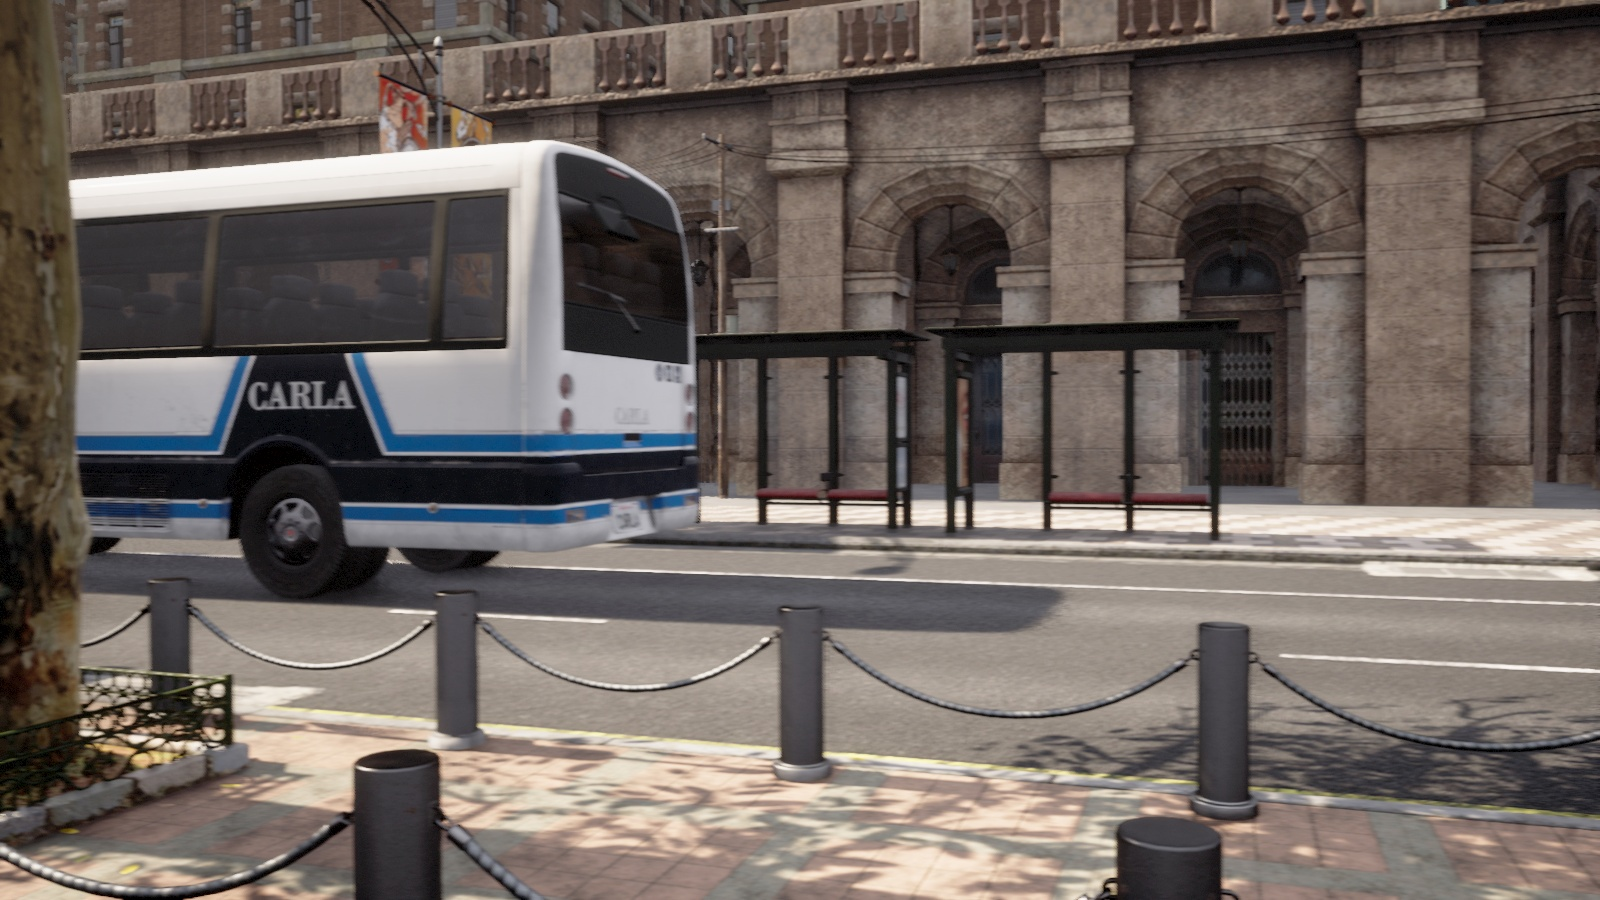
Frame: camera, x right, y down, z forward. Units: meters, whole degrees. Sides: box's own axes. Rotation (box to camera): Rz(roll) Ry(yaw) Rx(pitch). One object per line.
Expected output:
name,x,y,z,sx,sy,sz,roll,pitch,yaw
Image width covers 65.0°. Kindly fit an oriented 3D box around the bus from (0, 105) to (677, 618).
bus,-6.892,-0.799,13.931,10.273,4.253,3.944,1,1,19
